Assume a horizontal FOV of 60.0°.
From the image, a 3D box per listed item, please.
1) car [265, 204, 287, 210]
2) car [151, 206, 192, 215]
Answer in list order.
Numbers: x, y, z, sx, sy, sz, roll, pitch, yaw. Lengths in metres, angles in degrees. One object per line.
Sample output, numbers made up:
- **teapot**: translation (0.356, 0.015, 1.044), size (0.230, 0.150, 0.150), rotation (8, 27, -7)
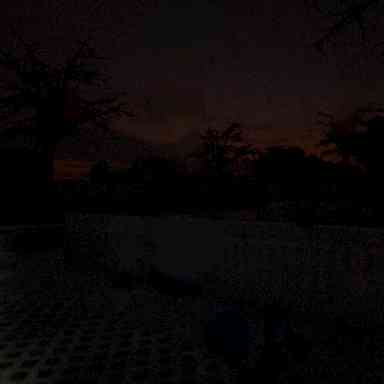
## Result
- **car**: translation (11.603, 2.329, 45.658), size (1.812, 1.442, 4.674), rotation (1, -1, 37)
- **car**: translation (-1.721, 1.906, 27.823), size (1.994, 1.385, 4.181), rotation (1, 0, 37)
